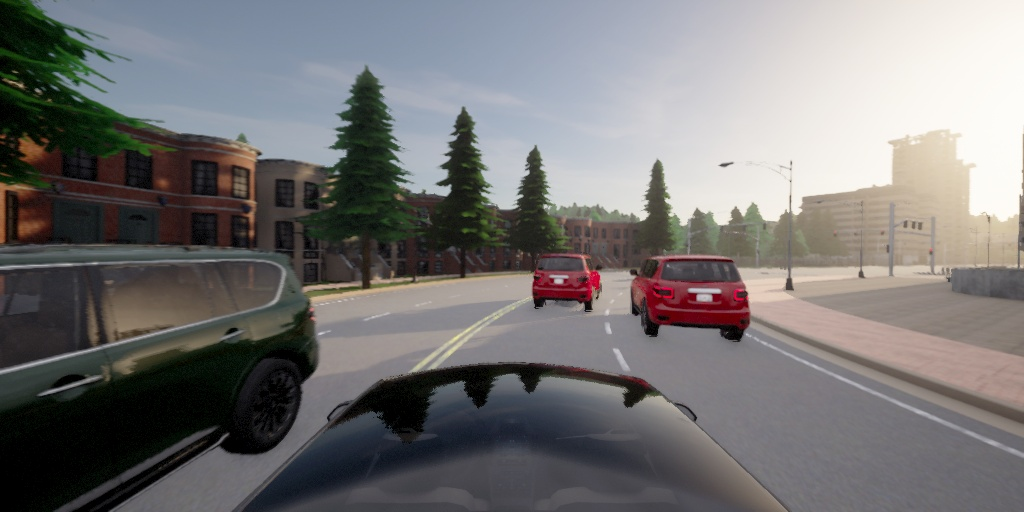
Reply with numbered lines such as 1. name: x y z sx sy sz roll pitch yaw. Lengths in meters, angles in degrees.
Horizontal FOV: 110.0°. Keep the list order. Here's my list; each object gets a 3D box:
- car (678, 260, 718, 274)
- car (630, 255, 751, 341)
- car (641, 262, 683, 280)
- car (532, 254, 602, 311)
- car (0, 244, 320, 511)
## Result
1. car: 22.456 1.295 43.197 5.008 1.535 1.882 1 0 -31
2. car: 4.739 0.986 10.323 2.150 2.045 5.566 1 0 13
3. car: 13.561 1.288 32.228 4.674 1.442 1.812 0 0 -45
4. car: 2.370 0.934 14.614 2.150 2.045 5.566 1 0 18
5. car: -3.511 0.925 2.162 2.150 2.045 5.566 0 0 2
